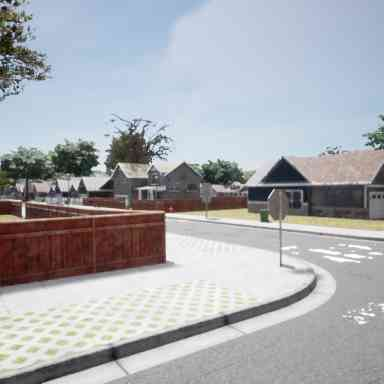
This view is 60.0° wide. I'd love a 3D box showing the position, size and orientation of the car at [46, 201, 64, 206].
[{"bbox_3d":[-19.265,1.944,46.391,1.895,1.301,4.718,0,0,-36],"label":"car"}]
